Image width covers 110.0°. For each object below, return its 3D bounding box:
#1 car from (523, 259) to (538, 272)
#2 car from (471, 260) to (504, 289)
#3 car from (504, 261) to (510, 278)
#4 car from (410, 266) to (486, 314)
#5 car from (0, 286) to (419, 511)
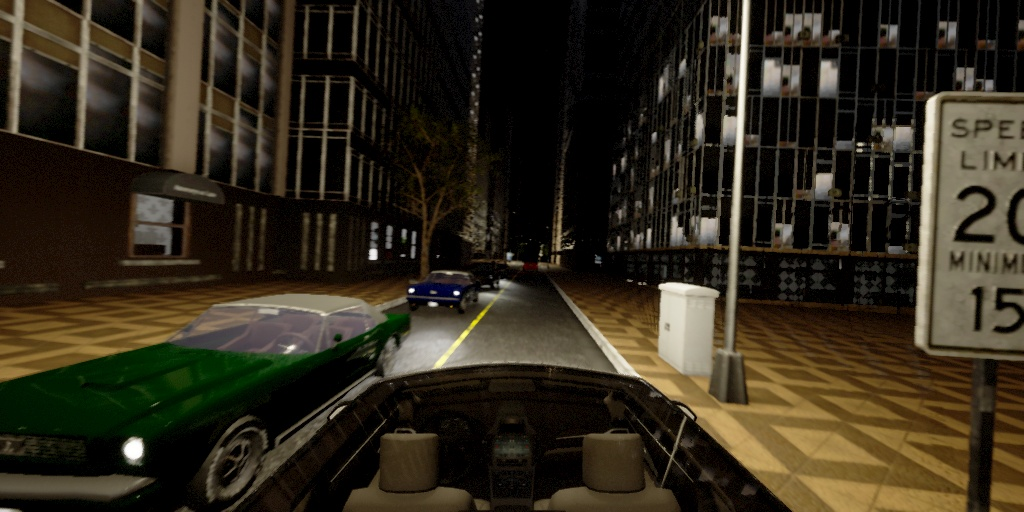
[{"bbox_3d":[2.649,1.238,50.576,2.097,1.767,4.553,3,0,3],"label":"car"},{"bbox_3d":[-1.831,1.114,22.714,1.882,1.535,5.008,3,0,3],"label":"car"},{"bbox_3d":[-1.252,1.159,32.727,2.128,1.511,4.902,3,0,3],"label":"car"},{"bbox_3d":[-2.353,1.215,13.463,1.895,1.301,4.718,3,0,3],"label":"car"},{"bbox_3d":[-2.858,1.200,4.305,1.895,1.301,4.718,3,0,3],"label":"car"}]
